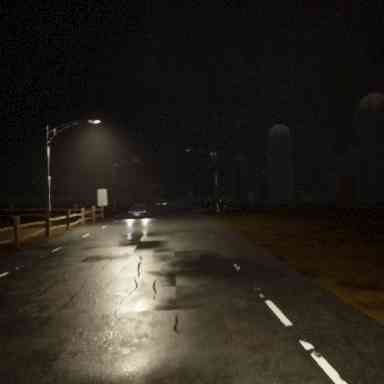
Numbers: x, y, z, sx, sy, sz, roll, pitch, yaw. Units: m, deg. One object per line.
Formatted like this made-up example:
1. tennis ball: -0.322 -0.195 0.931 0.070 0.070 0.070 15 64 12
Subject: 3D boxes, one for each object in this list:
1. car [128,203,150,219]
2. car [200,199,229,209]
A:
1. car: -5.336 1.885 33.871 1.812 1.442 4.674 -2 0 -3
2. car: 3.407 1.806 50.331 4.892 1.490 1.837 0 -5 -36
